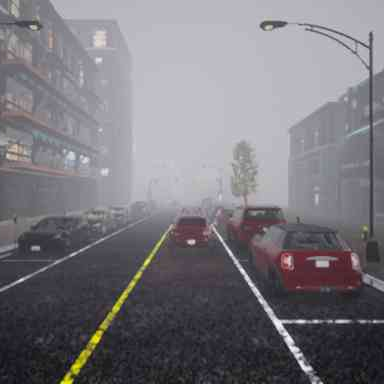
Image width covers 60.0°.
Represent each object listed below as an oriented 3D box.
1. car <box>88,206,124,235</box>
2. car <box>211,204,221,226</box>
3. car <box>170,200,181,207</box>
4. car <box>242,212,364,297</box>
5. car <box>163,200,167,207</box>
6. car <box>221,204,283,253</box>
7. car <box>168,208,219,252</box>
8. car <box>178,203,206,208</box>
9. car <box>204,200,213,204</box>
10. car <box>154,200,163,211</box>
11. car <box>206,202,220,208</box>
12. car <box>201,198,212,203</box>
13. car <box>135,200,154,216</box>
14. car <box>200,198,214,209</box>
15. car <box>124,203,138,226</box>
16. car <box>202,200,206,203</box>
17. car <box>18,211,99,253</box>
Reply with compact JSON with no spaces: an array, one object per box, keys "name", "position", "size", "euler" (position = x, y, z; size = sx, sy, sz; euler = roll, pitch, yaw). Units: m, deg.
[{"name":"car","position":[-5.708,1.739,19.855],"size":[2.008,1.369,4.403],"euler":[0,-1,0]},{"name":"car","position":[2.667,1.825,25.401],"size":[1.802,1.307,4.206],"euler":[0,-1,0]},{"name":"car","position":[-3.091,2.228,64.961],"size":[1.994,1.385,4.181],"euler":[0,-1,0]},{"name":"car","position":[2.683,1.523,8.787],"size":[1.967,1.590,4.097],"euler":[0,-1,0]},{"name":"car","position":[-5.752,2.179,63.998],"size":[1.752,1.417,4.829],"euler":[0,-1,0]},{"name":"car","position":[2.678,1.450,14.328],"size":[2.192,1.841,5.009],"euler":[0,-1,0]},{"name":"car","position":[-0.009,1.661,14.383],"size":[1.812,1.442,4.674],"euler":[0,0,0]},{"name":"car","position":[-0.026,1.882,29.092],"size":[1.895,1.301,4.718],"euler":[0,-1,0]},{"name":"car","position":[2.656,1.910,36.478],"size":[2.008,1.369,4.403],"euler":[0,-1,0]},{"name":"car","position":[-5.735,1.918,47.551],"size":[1.967,1.590,4.097],"euler":[0,-1,0]},{"name":"car","position":[2.661,1.866,30.941],"size":[1.947,1.339,4.313],"euler":[0,-1,0]},{"name":"car","position":[2.640,2.064,53.266],"size":[1.752,1.417,4.829],"euler":[0,-1,0]},{"name":"car","position":[-5.725,1.799,36.472],"size":[1.967,1.590,4.097],"euler":[0,-1,0]},{"name":"car","position":[2.635,1.911,58.638],"size":[2.192,1.841,5.009],"euler":[0,-1,0]},{"name":"car","position":[-5.714,1.794,25.393],"size":[2.008,1.369,4.403],"euler":[0,-1,0]},{"name":"car","position":[2.650,1.985,42.017],"size":[1.947,1.339,4.313],"euler":[0,-1,0]},{"name":"car","position":[-5.703,1.700,14.318],"size":[1.947,1.339,4.313],"euler":[0,-1,0]}]
